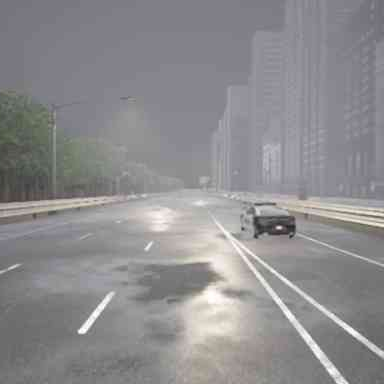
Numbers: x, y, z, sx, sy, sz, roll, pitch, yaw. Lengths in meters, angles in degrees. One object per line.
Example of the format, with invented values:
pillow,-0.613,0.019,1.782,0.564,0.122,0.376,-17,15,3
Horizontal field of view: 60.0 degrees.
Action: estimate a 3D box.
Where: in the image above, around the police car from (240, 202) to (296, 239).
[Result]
police car,3.702,1.352,17.088,1.930,1.638,5.238,0,0,-2
